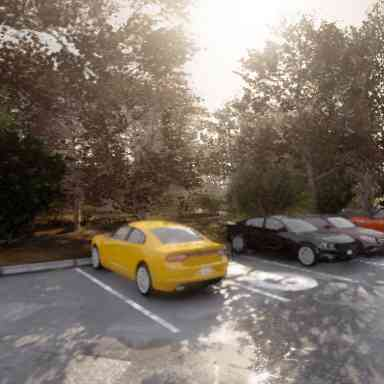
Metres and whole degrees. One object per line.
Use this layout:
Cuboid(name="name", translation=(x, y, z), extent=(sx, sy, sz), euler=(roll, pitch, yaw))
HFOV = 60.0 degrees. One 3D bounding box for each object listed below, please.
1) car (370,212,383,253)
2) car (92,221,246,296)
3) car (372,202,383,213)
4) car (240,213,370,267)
Cuboid(name="car", translation=(5.655, 1.659, 13.860), extent=(2.002, 1.452, 4.674), euler=(1, -1, -36))
Cuboid(name="car", translation=(-1.137, 1.518, 8.995), extent=(2.097, 1.535, 5.008), euler=(1, 0, -36))
Cuboid(name="car", translation=(10.204, 1.577, 17.075), extent=(2.185, 1.767, 4.553), euler=(1, -1, -36))
Cuboid(name="car", translation=(3.387, 1.581, 12.242), extent=(2.097, 1.535, 5.008), euler=(1, 0, -36))
